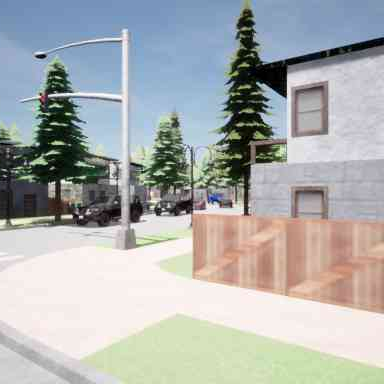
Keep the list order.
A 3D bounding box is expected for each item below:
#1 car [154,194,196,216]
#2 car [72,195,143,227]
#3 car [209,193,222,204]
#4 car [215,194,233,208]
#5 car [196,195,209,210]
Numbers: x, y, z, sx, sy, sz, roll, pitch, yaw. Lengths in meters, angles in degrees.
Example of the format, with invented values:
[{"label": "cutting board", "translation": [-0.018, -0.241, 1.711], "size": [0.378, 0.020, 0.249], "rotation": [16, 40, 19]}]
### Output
[{"label": "car", "translation": [-1.723, 1.202, 32.459], "size": [2.150, 2.045, 5.566], "rotation": [0, 0, 18]}, {"label": "car", "translation": [-5.618, 1.202, 23.083], "size": [2.150, 2.045, 5.566], "rotation": [0, 0, 27]}, {"label": "car", "translation": [4.296, 1.202, 60.841], "size": [2.150, 2.045, 5.566], "rotation": [0, 0, -9]}, {"label": "car", "translation": [4.867, 1.471, 48.658], "size": [2.128, 1.511, 4.902], "rotation": [0, 0, 3]}, {"label": "car", "translation": [0.535, 1.333, 42.058], "size": [2.097, 1.767, 4.553], "rotation": [0, 0, 9]}]
